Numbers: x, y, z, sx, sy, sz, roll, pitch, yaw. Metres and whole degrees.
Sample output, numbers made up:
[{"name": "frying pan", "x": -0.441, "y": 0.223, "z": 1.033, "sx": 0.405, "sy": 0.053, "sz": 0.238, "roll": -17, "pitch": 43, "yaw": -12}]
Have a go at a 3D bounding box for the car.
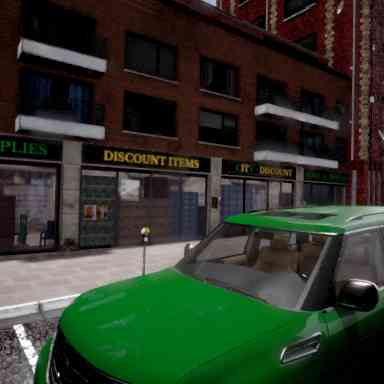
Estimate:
[{"name": "car", "x": 1.270, "y": 1.224, "z": 3.849, "sx": 5.566, "sy": 2.045, "sz": 2.150, "roll": 0, "pitch": 0, "yaw": -35}]
